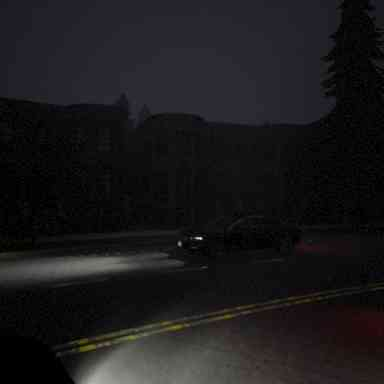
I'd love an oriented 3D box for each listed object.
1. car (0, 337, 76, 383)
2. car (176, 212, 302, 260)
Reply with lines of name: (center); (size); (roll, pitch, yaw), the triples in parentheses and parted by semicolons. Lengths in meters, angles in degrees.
car: (-3.152, 1.531, 1.327); (5.357, 1.411, 2.033); (0, 0, -37)
car: (1.828, 1.541, 12.488); (4.902, 1.511, 2.128); (0, 0, -24)
